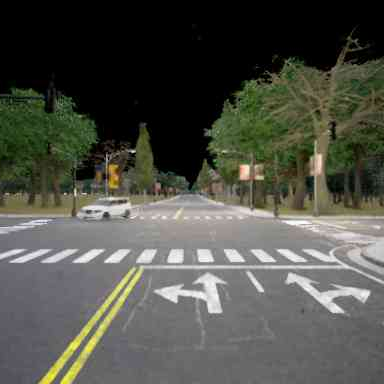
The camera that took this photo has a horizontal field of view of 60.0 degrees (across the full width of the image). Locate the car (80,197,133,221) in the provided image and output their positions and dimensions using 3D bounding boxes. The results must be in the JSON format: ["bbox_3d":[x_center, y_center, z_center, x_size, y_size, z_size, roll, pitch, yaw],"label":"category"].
[{"bbox_3d":[-7.389,1.525,29.376,2.150,2.045,5.566,0,1,21],"label":"car"}]
